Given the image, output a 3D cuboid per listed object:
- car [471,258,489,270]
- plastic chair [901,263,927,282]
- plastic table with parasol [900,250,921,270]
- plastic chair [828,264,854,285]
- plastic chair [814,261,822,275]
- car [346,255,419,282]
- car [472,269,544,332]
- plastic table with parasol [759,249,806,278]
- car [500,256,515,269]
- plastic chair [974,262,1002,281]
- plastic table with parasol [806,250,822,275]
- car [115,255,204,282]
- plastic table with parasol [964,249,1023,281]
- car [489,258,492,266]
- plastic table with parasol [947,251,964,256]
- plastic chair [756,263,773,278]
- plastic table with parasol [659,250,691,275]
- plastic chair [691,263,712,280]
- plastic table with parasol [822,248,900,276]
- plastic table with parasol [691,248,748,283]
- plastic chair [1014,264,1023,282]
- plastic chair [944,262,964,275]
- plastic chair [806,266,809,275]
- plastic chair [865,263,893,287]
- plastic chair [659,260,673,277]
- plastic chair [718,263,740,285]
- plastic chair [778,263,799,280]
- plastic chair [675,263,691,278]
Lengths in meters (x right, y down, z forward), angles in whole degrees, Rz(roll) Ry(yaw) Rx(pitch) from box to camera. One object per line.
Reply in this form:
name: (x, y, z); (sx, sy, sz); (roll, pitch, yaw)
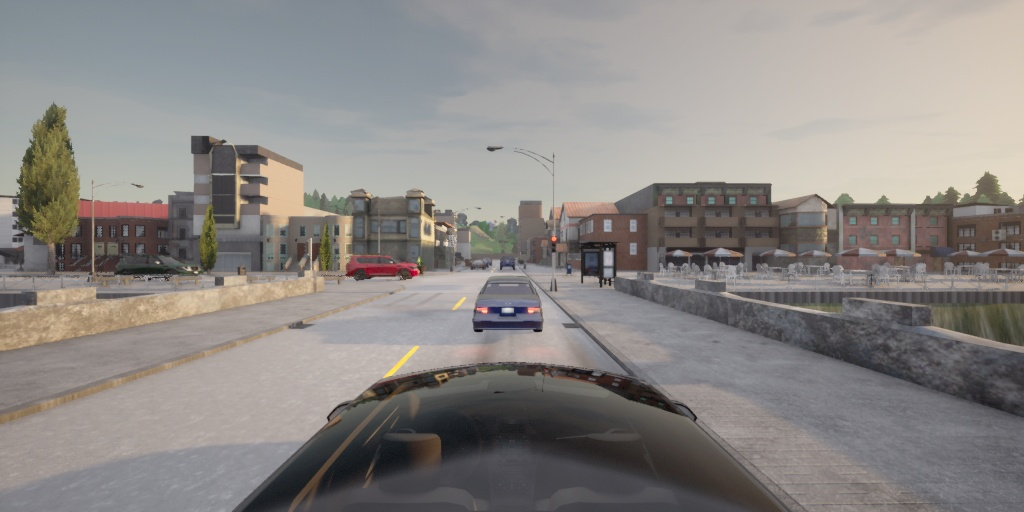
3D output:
car: (-4.866, 1.276, 52.399); (1.812, 1.442, 4.674); (0, 0, 1)
plastic chair: (30.106, 1.279, 26.838); (0.750, 1.272, 0.730); (0, 0, -1)
plastic table with parasol: (30.097, 0.675, 28.118); (2.482, 2.480, 2.482); (0, 0, -1)
plastic chair: (22.243, 1.279, 24.224); (0.730, 1.272, 0.750); (0, 0, -1)
plastic chair: (29.405, 1.279, 33.829); (0.750, 1.272, 0.730); (0, 0, -1)
car: (-10.424, 0.972, 29.057); (5.566, 2.045, 2.150); (0, 0, -8)
car: (-0.104, 1.297, 10.772); (2.033, 1.411, 5.357); (0, 0, 0)
plastic table with parasol: (22.454, 0.675, 30.378); (2.482, 2.480, 2.482); (0, 0, -1)
car: (-0.694, 0.971, 54.962); (2.150, 2.045, 5.566); (0, 0, -1)
plastic chair: (36.262, 1.279, 27.325); (0.730, 1.272, 0.750); (0, 0, -1)
plastic table with parasol: (29.714, 0.675, 35.204); (2.482, 2.480, 2.482); (0, 0, -1)
car: (-27.786, 0.973, 28.344); (5.566, 2.045, 2.150); (0, 0, -1)
plastic table with parasol: (37.391, 0.675, 27.254); (2.482, 2.480, 2.482); (0, 0, -1)
car: (-4.979, 1.227, 61.637); (1.882, 1.535, 5.008); (0, 0, -1)
plastic table with parasol: (46.169, 0.675, 36.452); (2.482, 2.480, 2.482); (0, 0, -1)
plastic chair: (21.253, 1.279, 30.411); (0.730, 1.272, 0.750); (0, 0, -1)
plastic table with parasol: (15.431, 0.675, 33.307); (2.482, 2.480, 2.482); (0, 0, -1)
plastic chair: (13.522, 1.279, 25.599); (0.730, 1.272, 0.750); (0, 0, -1)
plastic table with parasol: (23.443, 0.675, 24.192); (2.482, 2.480, 2.482); (0, 0, -1)
plastic table with parasol: (14.794, 0.675, 25.477); (2.482, 2.480, 2.482); (0, 0, -1)
plastic chair: (37.420, 1.279, 25.944); (0.750, 1.272, 0.730); (0, 0, -1)
plastic chair: (44.967, 1.279, 36.554); (0.730, 1.272, 0.750); (0, 0, -1)
plastic chair: (28.285, 1.279, 35.213); (0.730, 1.272, 0.750); (0, 0, -1)
plastic chair: (23.363, 1.279, 22.841); (0.750, 1.272, 0.730); (0, 0, -1)
plastic chair: (14.209, 1.279, 33.409); (0.730, 1.272, 0.750); (0, 0, -1)
plastic chair: (14.642, 1.279, 24.215); (0.750, 1.272, 0.730); (0, 0, -1)
plastic chair: (22.373, 1.279, 29.027); (0.750, 1.272, 0.730); (0, 0, -1)
plastic chair: (15.329, 1.279, 32.025); (0.750, 1.272, 0.730); (0, 0, -1)
